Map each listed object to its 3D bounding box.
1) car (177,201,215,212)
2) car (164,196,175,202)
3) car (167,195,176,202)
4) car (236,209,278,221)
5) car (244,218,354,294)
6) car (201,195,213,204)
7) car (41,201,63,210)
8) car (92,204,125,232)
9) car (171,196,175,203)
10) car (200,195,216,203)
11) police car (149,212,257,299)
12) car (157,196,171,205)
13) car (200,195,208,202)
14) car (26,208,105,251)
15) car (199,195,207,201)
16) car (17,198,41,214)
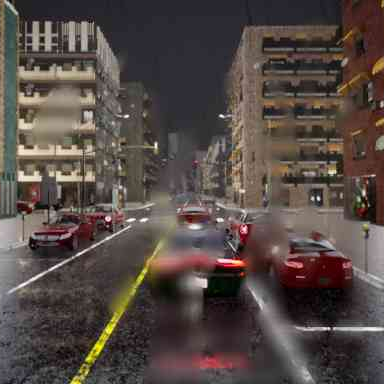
[{"bbox_3d":[0.135,1.480,18.999,1.882,1.535,5.008,0,0,0],"label":"car"},{"bbox_3d":[-5.025,1.568,74.884,1.947,1.339,4.313,1,0,0],"label":"car"},{"bbox_3d":[-5.004,1.546,80.555,1.887,1.381,4.507,1,0,0],"label":"car"},{"bbox_3d":[2.628,1.442,14.102,1.967,1.590,4.097,1,0,0],"label":"car"},{"bbox_3d":[2.605,1.583,8.553,1.802,1.307,4.206,1,0,0],"label":"car"},{"bbox_3d":[2.814,1.442,63.543,1.967,1.590,4.097,1,0,0],"label":"car"},{"bbox_3d":[-17.478,1.586,39.092,4.313,1.339,1.947,0,-1,0],"label":"car"},{"bbox_3d":[-5.240,1.442,19.659,1.967,1.590,4.097,1,0,0],"label":"car"},{"bbox_3d":[-5.047,1.527,69.043,1.752,1.417,4.829,1,0,0],"label":"car"},{"bbox_3d":[2.770,1.553,52.201,2.008,1.369,4.403,1,0,0],"label":"car"},{"bbox_3d":[0.129,1.505,8.538,2.038,1.542,4.974,0,0,0],"label":"police car"},{"bbox_3d":[-5.090,1.528,57.701,1.752,1.417,4.829,1,0,0],"label":"car"},{"bbox_3d":[2.877,1.546,80.555,1.887,1.381,4.507,1,0,0],"label":"car"},{"bbox_3d":[-5.259,1.584,14.109,1.802,1.307,4.206,1,0,0],"label":"car"},{"bbox_3d":[2.898,1.552,86.226,2.008,1.369,4.403,1,0,0],"label":"car"},{"bbox_3d":[-17.446,1.237,31.216,5.009,1.841,2.192,0,-1,0],"label":"car"}]
